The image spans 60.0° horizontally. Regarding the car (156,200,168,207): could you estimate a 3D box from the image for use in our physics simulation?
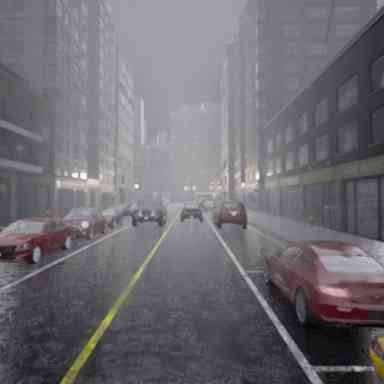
[{"bbox_3d":[-6.059,2.242,67.114,1.947,1.339,4.313,1,-1,0],"label":"car"}]

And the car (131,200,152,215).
[{"bbox_3d":[-5.968,1.804,39.707,1.967,1.590,4.097,1,-1,0],"label":"car"}]

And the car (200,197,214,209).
[{"bbox_3d":[2.504,1.850,56.177,2.192,1.841,5.009,1,-1,0],"label":"car"}]

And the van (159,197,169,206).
[{"bbox_3d":[-6.074,2.085,72.598,1.690,1.788,3.998,1,-1,0],"label":"van"}]

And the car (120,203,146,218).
[{"bbox_3d":[-5.951,1.853,34.223,1.887,1.381,4.507,1,-1,0],"label":"car"}]

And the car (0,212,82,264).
[{"bbox_3d":[-5.879,1.652,12.297,1.887,1.381,4.507,1,0,0],"label":"car"}]

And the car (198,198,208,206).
[{"bbox_3d":[2.450,2.174,72.623,1.967,1.590,4.097,0,-1,0],"label":"car"}]

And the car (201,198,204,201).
[{"bbox_3d":[2.520,2.023,50.694,2.008,1.369,4.403,1,-1,0],"label":"car"}]

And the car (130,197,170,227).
[{"bbox_3d":[-3.075,1.431,25.121,2.150,2.045,5.566,0,-1,0],"label":"car"}]

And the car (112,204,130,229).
[{"bbox_3d":[-5.915,1.755,23.261,2.008,1.369,4.403,1,-1,0],"label":"car"}]

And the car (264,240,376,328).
[{"bbox_3d":[2.663,1.633,6.835,1.802,1.307,4.206,1,0,0],"label":"car"}]

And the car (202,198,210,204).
[{"bbox_3d":[2.538,1.939,45.380,1.752,1.417,4.829,1,-1,0],"label":"car"}]

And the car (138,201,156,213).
[{"bbox_3d":[-5.986,1.945,45.017,1.752,1.417,4.829,1,-1,0],"label":"car"}]

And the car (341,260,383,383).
[{"bbox_3d":[2.680,1.535,1.524,1.752,1.417,4.829,1,0,0],"label":"car"}]

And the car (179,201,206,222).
[{"bbox_3d":[-0.019,1.753,28.679,1.837,1.490,4.892,0,-1,0],"label":"car"}]

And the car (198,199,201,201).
[{"bbox_3d":[-0.070,1.910,44.173,1.837,1.490,4.892,0,0,0],"label":"car"}]

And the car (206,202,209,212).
[{"bbox_3d":[2.592,1.797,28.765,2.008,1.369,4.403,1,-1,0],"label":"car"}]

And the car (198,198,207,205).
[{"bbox_3d":[2.432,2.241,78.106,1.967,1.590,4.097,0,-1,0],"label":"car"}]

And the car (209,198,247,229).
[{"bbox_3d":[2.612,1.510,23.285,2.192,1.841,5.009,1,-1,0],"label":"car"}]

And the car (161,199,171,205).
[{"bbox_3d":[-6.094,2.356,78.078,1.887,1.381,4.507,1,-1,0],"label":"car"}]

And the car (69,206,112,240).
[{"bbox_3d":[-5.896,1.595,17.780,1.967,1.590,4.097,1,-1,0],"label":"car"}]

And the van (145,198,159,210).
[{"bbox_3d":[-6.003,1.823,50.671,1.690,1.788,3.998,1,-1,0],"label":"van"}]
